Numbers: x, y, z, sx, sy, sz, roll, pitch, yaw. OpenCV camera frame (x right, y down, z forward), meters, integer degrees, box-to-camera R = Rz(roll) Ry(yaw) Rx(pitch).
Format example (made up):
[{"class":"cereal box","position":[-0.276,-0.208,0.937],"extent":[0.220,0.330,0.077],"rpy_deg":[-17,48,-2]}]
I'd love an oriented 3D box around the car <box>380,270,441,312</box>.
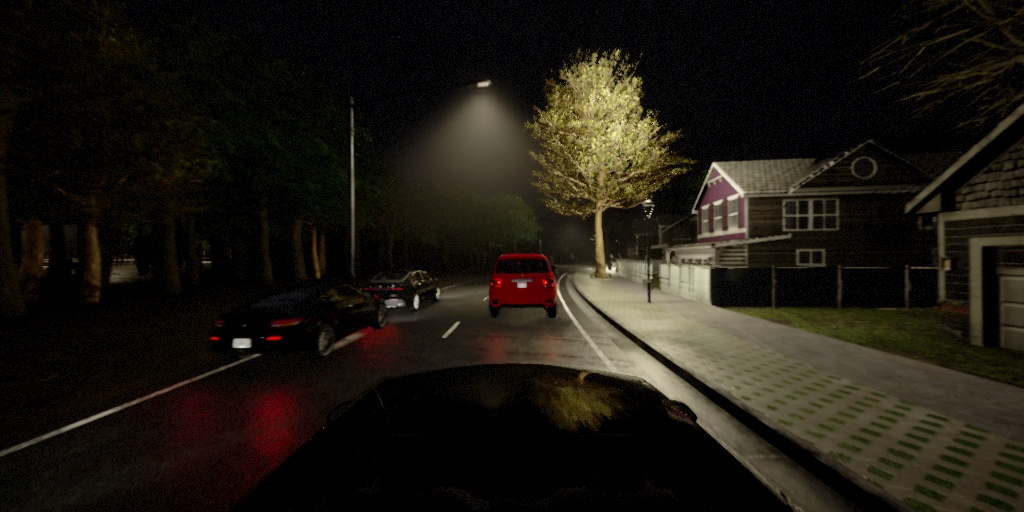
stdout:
[{"class":"car","position":[-4.222,1.272,14.315],"extent":[1.837,1.490,4.892],"rpy_deg":[0,0,4]}]

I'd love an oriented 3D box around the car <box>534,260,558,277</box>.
[{"class":"car","position":[3.402,1.186,35.054],"extent":[1.837,1.490,4.892],"rpy_deg":[-1,0,12]}]

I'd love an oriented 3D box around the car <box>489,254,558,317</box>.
[{"class":"car","position":[0.445,0.953,13.231],"extent":[2.150,2.045,5.566],"rpy_deg":[0,0,3]}]

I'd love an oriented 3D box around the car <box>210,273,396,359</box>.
[{"class":"car","position":[-4.496,1.301,8.349],"extent":[1.812,1.442,4.674],"rpy_deg":[0,0,2]}]
